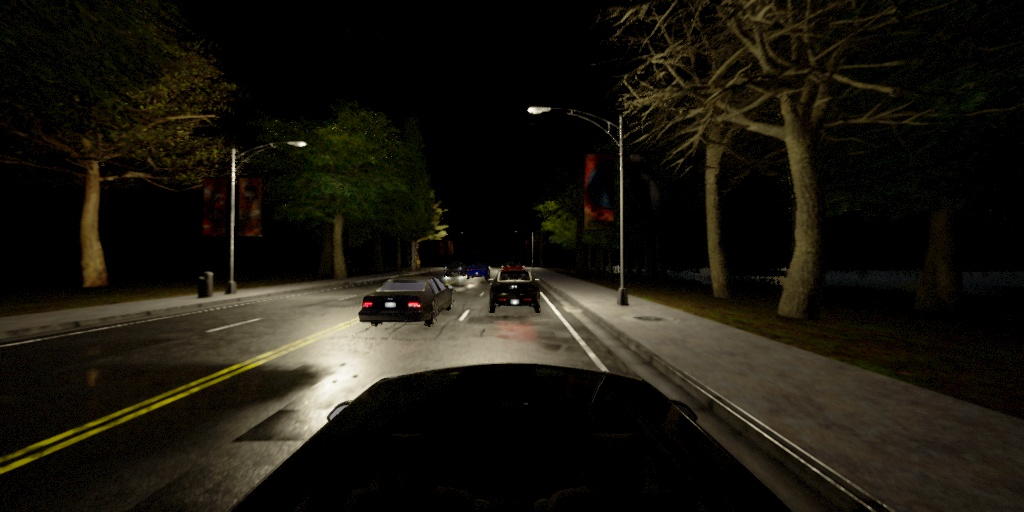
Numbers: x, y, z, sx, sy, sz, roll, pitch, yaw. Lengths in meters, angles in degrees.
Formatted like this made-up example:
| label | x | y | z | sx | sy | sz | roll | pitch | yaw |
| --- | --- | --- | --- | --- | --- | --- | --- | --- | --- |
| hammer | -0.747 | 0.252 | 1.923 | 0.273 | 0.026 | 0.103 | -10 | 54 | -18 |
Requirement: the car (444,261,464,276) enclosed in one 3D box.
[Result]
| label | x | y | z | sx | sy | sz | roll | pitch | yaw |
| --- | --- | --- | --- | --- | --- | --- | --- | --- | --- |
| car | -6.567 | 1.376 | 41.982 | 2.097 | 1.767 | 4.553 | 0 | 0 | 0 |

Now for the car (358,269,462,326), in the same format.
| label | x | y | z | sx | sy | sz | roll | pitch | yaw |
| --- | --- | --- | --- | --- | --- | --- | --- | --- | --- |
| car | -3.152 | 1.326 | 11.792 | 2.033 | 1.411 | 5.357 | 0 | 0 | 0 |

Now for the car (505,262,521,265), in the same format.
| label | x | y | z | sx | sy | sz | roll | pitch | yaw |
| --- | --- | --- | --- | --- | --- | --- | --- | --- | --- |
| car | 0.095 | 1.287 | 32.482 | 2.097 | 1.767 | 4.553 | 0 | -1 | 0 |

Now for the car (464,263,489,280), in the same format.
| label | x | y | z | sx | sy | sz | roll | pitch | yaw |
| --- | --- | --- | --- | --- | --- | --- | --- | --- | --- |
| car | -3.155 | 1.433 | 34.604 | 1.882 | 1.535 | 5.008 | 0 | -1 | 0 |

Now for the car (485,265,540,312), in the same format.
| label | x | y | z | sx | sy | sz | roll | pitch | yaw |
| --- | --- | --- | --- | --- | --- | --- | --- | --- | --- |
| car | 0.091 | 1.297 | 14.425 | 1.837 | 1.490 | 4.892 | 0 | 0 | 0 |
